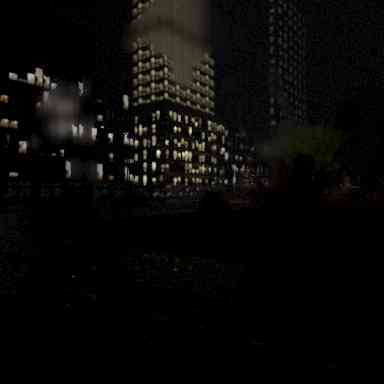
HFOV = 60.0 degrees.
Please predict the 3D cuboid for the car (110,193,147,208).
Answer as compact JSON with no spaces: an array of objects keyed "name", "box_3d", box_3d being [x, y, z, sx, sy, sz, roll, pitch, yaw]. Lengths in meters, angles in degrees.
[{"name":"car","box_3d":[-8.533,1.129,45.282,2.150,2.045,5.566,-1,0,37]}]
